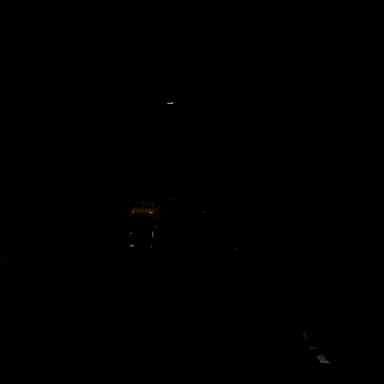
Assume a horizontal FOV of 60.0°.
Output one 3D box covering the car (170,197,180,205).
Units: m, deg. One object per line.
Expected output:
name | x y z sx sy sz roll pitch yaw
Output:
car | -3.507 1.774 68.257 1.882 1.535 5.008 0 0 0

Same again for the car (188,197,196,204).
car | -0.008 1.844 73.727 1.882 1.535 5.008 0 -1 0

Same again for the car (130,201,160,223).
car | -3.601 1.483 26.126 1.882 1.535 5.008 0 0 0

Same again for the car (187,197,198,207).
car | 0.093 1.672 56.229 1.837 1.490 4.892 0 -1 0

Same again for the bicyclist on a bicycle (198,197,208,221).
bicyclist on a bicycle | 0.959 1.376 26.076 0.659 1.776 1.843 0 0 0

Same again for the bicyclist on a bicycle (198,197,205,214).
bicyclist on a bicycle | 0.957 1.395 35.005 0.659 1.776 1.843 0 0 0
